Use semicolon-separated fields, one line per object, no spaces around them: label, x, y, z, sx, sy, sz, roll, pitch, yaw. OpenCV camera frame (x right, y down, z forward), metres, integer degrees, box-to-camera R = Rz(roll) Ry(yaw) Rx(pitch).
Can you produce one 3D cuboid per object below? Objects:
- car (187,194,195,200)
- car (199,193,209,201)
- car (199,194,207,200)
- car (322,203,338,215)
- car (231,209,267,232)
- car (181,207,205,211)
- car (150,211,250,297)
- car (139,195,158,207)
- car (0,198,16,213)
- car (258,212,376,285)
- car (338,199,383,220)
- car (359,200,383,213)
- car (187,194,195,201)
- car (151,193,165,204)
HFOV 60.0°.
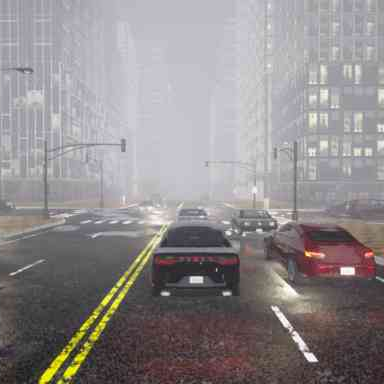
car;-0.303;1.267;90.411;2.128;1.511;4.902;0;0;0
car;2.983;1.143;80.033;2.150;2.045;5.566;0;0;0
car;2.947;1.267;90.421;2.128;1.511;4.902;0;0;0
car;16.181;1.637;35.047;4.674;1.442;1.812;1;1;1
car;3.288;1.591;18.515;1.895;1.301;4.718;0;0;0
car;0.036;1.538;18.451;2.033;1.411;5.357;0;0;0
car;0.067;1.474;8.630;1.882;1.535;5.008;0;0;0
car;-6.761;1.528;50.724;1.994;1.385;4.181;0;0;0
car;-20.242;1.059;32.320;5.566;2.045;2.150;1;1;1
car;3.319;1.521;9.396;1.812;1.442;4.674;0;0;0
car;16.103;1.519;29.258;5.009;1.841;2.192;1;0;1
car;21.684;1.643;37.563;4.829;1.417;1.752;1;0;1
car;-0.267;1.396;79.994;1.882;1.535;5.008;0;0;0
car;-6.767;1.174;62.179;2.150;2.045;5.566;0;0;1
